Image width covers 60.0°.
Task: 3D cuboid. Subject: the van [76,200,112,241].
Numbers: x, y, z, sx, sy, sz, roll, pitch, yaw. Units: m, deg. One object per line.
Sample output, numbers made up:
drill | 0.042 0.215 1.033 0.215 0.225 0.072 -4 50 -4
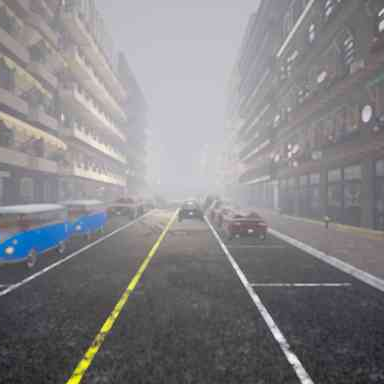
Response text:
van | -5.413 1.311 16.319 1.690 1.788 3.998 1 0 0

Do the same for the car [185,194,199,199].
car | -0.230 1.426 42.317 2.128 1.511 4.902 0 0 0

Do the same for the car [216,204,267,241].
car | 2.463 1.505 16.320 1.887 1.381 4.507 1 0 0

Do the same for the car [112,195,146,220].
car | -5.500 1.269 27.379 2.192 1.841 5.009 1 0 0

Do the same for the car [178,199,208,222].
car | -0.093 1.513 26.142 1.994 1.385 4.181 0 0 -1

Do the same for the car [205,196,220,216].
car | 2.385 1.384 27.381 1.967 1.590 4.097 1 0 0

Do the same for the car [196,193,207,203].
car | 1.993 1.259 71.630 2.192 1.841 5.009 1 0 0

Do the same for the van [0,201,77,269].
van | -5.368 1.321 10.787 1.690 1.788 3.998 1 0 0

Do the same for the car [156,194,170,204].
car | -5.765 1.257 60.560 2.192 1.841 5.009 1 0 0

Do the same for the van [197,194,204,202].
van | 1.948 1.294 77.162 1.690 1.788 3.998 1 0 0

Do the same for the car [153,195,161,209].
car | -5.638 1.506 43.971 1.947 1.339 4.313 1 0 0

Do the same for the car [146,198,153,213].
car | -5.544 1.263 32.909 2.192 1.841 5.009 1 0 0

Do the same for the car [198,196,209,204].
car | 2.076 1.514 60.568 1.802 1.307 4.206 1 0 0

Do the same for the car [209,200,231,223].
car | 2.419 1.496 21.850 1.887 1.381 4.507 1 0 0

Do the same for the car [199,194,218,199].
car | 2.258 1.248 38.442 2.192 1.841 5.009 1 0 0

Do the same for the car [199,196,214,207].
car | 2.167 1.369 49.505 1.967 1.590 4.097 1 0 0
